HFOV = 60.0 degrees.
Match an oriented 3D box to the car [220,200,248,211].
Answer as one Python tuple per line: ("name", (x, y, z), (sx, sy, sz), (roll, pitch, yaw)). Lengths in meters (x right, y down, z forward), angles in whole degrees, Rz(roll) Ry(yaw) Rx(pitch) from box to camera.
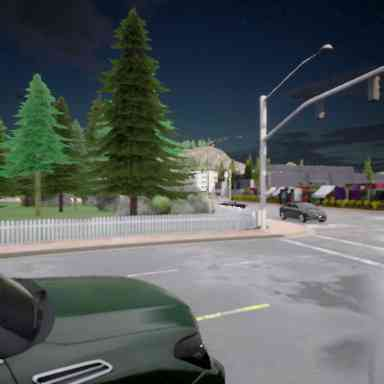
("car", (4.957, 1.668, 39.907), (1.895, 1.301, 4.718), (0, 0, -16))

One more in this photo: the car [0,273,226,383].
("car", (-2.387, 1.220, 1.927), (5.566, 2.045, 2.150), (0, 0, -35))

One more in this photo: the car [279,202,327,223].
("car", (8.702, 1.571, 26.469), (1.837, 1.490, 4.892), (0, 0, -14))
